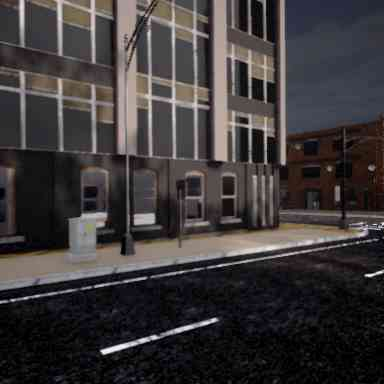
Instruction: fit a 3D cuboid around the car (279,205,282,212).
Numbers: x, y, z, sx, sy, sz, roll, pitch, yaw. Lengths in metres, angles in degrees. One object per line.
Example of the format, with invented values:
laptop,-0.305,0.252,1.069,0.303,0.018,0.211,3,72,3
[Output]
car,8.946,1.955,40.766,2.008,1.369,4.403,-2,0,-37
